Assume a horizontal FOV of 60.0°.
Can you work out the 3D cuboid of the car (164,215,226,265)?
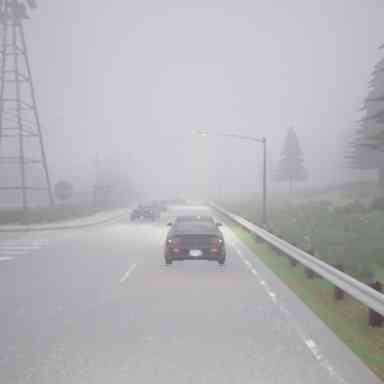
[{"bbox_3d":[0.089,1.498,11.426,1.812,1.442,4.674,0,0,0],"label":"car"}]

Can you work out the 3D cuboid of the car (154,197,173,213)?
[{"bbox_3d":[-3.584,1.460,36.597,2.033,1.411,5.357,0,0,1],"label":"car"}]

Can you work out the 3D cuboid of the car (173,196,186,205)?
[{"bbox_3d":[-2.925,1.430,56.246,4.181,1.385,1.994,0,0,45],"label":"car"}]

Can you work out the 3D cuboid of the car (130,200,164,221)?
[{"bbox_3d":[-3.647,1.537,26.600,1.895,1.301,4.718,0,0,1],"label":"car"}]
